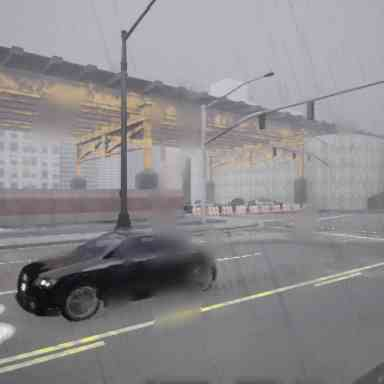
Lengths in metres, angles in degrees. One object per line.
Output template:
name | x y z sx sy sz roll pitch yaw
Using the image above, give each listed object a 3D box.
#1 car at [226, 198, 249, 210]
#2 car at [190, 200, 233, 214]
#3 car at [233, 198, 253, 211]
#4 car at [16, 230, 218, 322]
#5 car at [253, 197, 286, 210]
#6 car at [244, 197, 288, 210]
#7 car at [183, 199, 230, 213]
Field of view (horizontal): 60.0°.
car | 5.282 1.303 37.942 1.853 1.218 4.536 0 0 18
car | 1.517 1.459 35.214 4.974 1.542 2.038 0 0 8
car | 5.266 1.460 37.893 2.038 1.542 4.974 0 0 18
car | -1.457 1.565 7.257 4.181 1.385 1.994 0 0 -36
car | 9.131 1.304 41.640 4.536 1.218 1.853 0 0 -7
car | 9.182 1.462 41.647 4.974 1.542 2.038 0 0 -7
car | 1.465 1.301 35.221 4.536 1.218 1.853 0 0 8
